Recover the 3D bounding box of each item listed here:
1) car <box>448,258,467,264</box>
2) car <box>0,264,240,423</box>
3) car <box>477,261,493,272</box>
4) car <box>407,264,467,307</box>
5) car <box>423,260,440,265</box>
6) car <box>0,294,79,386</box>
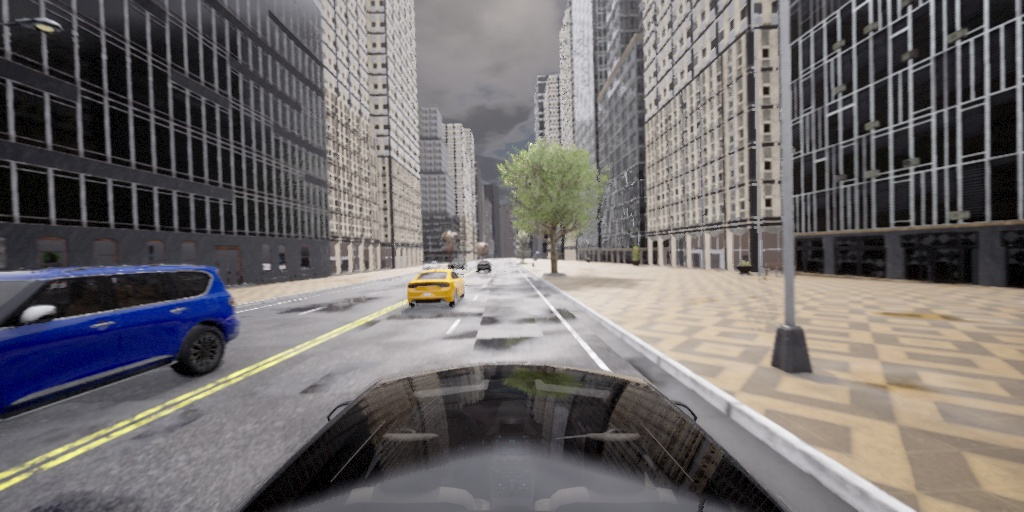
[{"bbox_3d":[-7.041,1.011,46.189,2.097,1.767,4.553,-2,0,-1],"label":"car"},{"bbox_3d":[-6.624,1.171,4.997,2.150,2.045,5.566,-2,0,-1],"label":"car"},{"bbox_3d":[-3.707,1.409,48.576,1.837,1.490,4.892,-2,0,-1],"label":"car"},{"bbox_3d":[-3.310,1.339,16.364,1.882,1.535,5.008,-2,0,-1],"label":"car"},{"bbox_3d":[-10.285,1.276,46.118,1.812,1.442,4.674,-2,0,-1],"label":"car"},{"bbox_3d":[-9.862,1.551,4.959,1.837,1.490,4.892,-2,0,-1],"label":"car"}]
